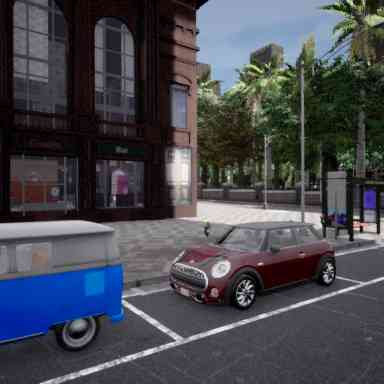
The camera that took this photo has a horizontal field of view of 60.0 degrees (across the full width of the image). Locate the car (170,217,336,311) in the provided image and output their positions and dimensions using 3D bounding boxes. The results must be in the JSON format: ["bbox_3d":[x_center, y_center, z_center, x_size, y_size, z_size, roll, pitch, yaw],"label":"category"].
[{"bbox_3d":[1.473,1.440,7.709,4.097,1.590,1.967,0,0,-36],"label":"car"}]

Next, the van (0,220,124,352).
[{"bbox_3d":[-2.942,1.341,4.555,3.998,1.788,1.690,0,0,-36],"label":"van"}]
